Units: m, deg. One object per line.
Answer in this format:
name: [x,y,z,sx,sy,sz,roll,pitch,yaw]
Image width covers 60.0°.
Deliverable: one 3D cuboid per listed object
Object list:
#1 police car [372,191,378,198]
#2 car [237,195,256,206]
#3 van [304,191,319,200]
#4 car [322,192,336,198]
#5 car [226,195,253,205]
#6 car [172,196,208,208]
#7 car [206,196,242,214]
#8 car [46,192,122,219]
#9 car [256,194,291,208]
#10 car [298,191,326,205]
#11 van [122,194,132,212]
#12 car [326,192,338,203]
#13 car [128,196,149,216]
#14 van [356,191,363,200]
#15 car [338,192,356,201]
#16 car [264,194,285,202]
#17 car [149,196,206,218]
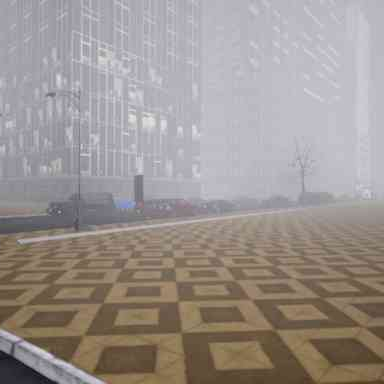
police car: [43.133,0.667,79.562,1.930,1.638,5.238,0,1,41]
car: [6.962,1.211,45.613,1.895,1.301,4.718,0,1,41]
van: [25.699,0.684,71.556,1.690,1.788,3.998,1,1,41]
car: [33.092,0.819,80.208,1.947,1.339,4.313,1,1,41]
car: [7.212,1.136,49.940,1.947,1.339,4.313,1,1,41]
car: [-0.187,1.207,41.300,1.887,1.381,4.507,1,1,41]
car: [2.530,1.312,31.467,1.947,1.339,4.313,1,1,41]
car: [-8.873,1.027,27.150,2.150,2.045,5.566,0,1,41]
car: [9.873,1.236,40.156,1.802,1.307,4.206,1,1,41]
car: [17.268,0.878,48.800,2.192,1.841,5.009,1,1,41]
van: [-7.665,1.094,32.723,1.690,1.788,3.998,1,1,41]
car: [20.965,0.833,53.124,2.192,1.841,5.009,1,1,41]
car: [-2.866,1.280,29.286,1.837,1.490,4.892,0,1,41]
van: [35.753,0.677,70.419,1.690,1.788,3.998,1,1,41]
car: [28.468,0.950,61.903,1.752,1.417,4.829,1,1,41]
car: [14.607,1.045,58.588,1.947,1.339,4.313,1,1,41]
car: [-1.123,1.232,27.105,1.967,1.590,4.097,1,1,41]
